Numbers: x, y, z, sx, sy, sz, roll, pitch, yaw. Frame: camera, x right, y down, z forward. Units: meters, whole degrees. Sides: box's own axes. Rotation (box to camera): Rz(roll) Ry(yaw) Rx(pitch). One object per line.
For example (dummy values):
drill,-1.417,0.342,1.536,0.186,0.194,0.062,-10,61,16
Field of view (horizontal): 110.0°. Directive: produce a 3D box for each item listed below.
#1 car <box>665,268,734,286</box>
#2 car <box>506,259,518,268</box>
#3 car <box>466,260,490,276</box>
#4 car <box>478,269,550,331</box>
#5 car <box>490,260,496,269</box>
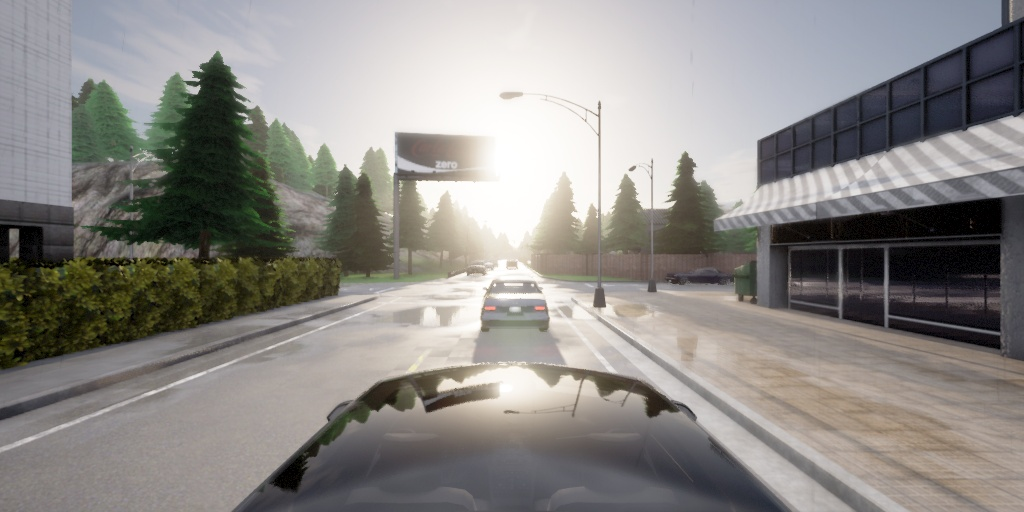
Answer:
car,13.982,1.538,26.651,4.718,1.301,1.895,0,0,1
car,-0.022,1.253,60.427,1.882,1.535,5.008,0,0,0
car,-3.672,1.268,38.020,1.837,1.490,4.892,0,1,0
car,0.040,1.302,10.956,2.033,1.411,5.357,0,0,-1
car,-3.695,1.298,52.355,1.812,1.442,4.674,0,0,0
